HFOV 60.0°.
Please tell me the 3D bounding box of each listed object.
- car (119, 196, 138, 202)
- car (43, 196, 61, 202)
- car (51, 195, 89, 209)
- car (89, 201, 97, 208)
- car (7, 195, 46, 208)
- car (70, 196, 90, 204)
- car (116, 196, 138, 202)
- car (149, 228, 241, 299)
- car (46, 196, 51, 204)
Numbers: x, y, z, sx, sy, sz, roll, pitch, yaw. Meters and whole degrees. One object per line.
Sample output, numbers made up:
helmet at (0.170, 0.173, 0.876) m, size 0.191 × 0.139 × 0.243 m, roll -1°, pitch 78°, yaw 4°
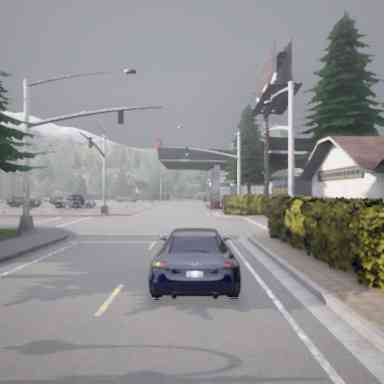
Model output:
car at (-16.433, 1.812, 86.466) m, size 4.514 × 1.523 × 2.007 m, roll 0°, pitch 0°, yaw 0°
car at (-35.031, 1.840, 83.382) m, size 3.806 × 1.475 × 1.970 m, roll 0°, pitch 0°, yaw 0°
car at (-16.734, 1.327, 45.747) m, size 3.866 × 1.878 × 1.905 m, roll 0°, pitch 0°, yaw 0°
car at (-16.140, 1.630, 49.073) m, size 3.806 × 1.475 × 1.970 m, roll 0°, pitch 0°, yaw 0°
car at (-24.619, 1.366, 48.994) m, size 4.605 × 1.855 × 1.932 m, roll 0°, pitch 0°, yaw 0°
car at (-23.978, 1.710, 71.445) m, size 3.633 × 1.501 × 1.845 m, roll 0°, pitch 0°, yaw 0°
car at (-16.364, 1.786, 83.330) m, size 5.027 × 1.636 × 2.152 m, roll 0°, pitch 0°, yaw 0°
car at (0.074, 1.612, 8.627) m, size 1.994 × 1.385 × 4.181 m, roll 0°, pitch 0°, yaw 1°
car at (-23.970, 1.634, 61.453) m, size 4.514 × 1.523 × 2.007 m, roll 0°, pitch 0°, yaw 0°
